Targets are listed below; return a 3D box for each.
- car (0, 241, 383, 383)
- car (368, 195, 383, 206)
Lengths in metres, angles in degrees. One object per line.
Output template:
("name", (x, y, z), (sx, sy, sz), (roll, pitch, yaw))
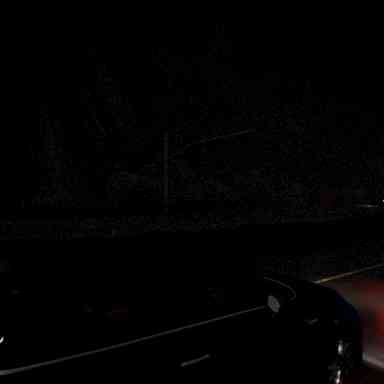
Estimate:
("car", (-0.107, 1.351, 3.668), (4.553, 1.767, 2.097), (0, 0, -36))
("car", (29.010, 1.269, 51.042), (4.892, 1.490, 1.837), (0, 0, -36))
